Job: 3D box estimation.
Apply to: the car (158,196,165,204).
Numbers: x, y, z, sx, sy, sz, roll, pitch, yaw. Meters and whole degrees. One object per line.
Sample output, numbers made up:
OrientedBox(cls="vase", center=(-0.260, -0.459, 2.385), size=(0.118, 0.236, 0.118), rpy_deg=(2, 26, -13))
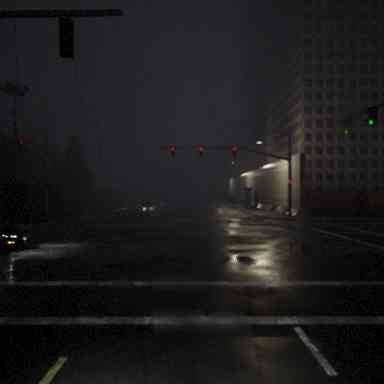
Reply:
OrientedBox(cls="car", center=(-7.011, 1.645, 70.635), size=(2.097, 1.767, 4.553), rpy_deg=(0, 0, 0))

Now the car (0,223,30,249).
OrientedBox(cls="car", center=(-9.286, 1.657, 13.678), size=(4.892, 1.490, 1.837), rpy_deg=(0, 0, 0))

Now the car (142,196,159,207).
OrientedBox(cls="car", center=(-7.081, 1.799, 54.878), size=(1.994, 1.385, 4.181), rpy_deg=(0, 0, 0))
